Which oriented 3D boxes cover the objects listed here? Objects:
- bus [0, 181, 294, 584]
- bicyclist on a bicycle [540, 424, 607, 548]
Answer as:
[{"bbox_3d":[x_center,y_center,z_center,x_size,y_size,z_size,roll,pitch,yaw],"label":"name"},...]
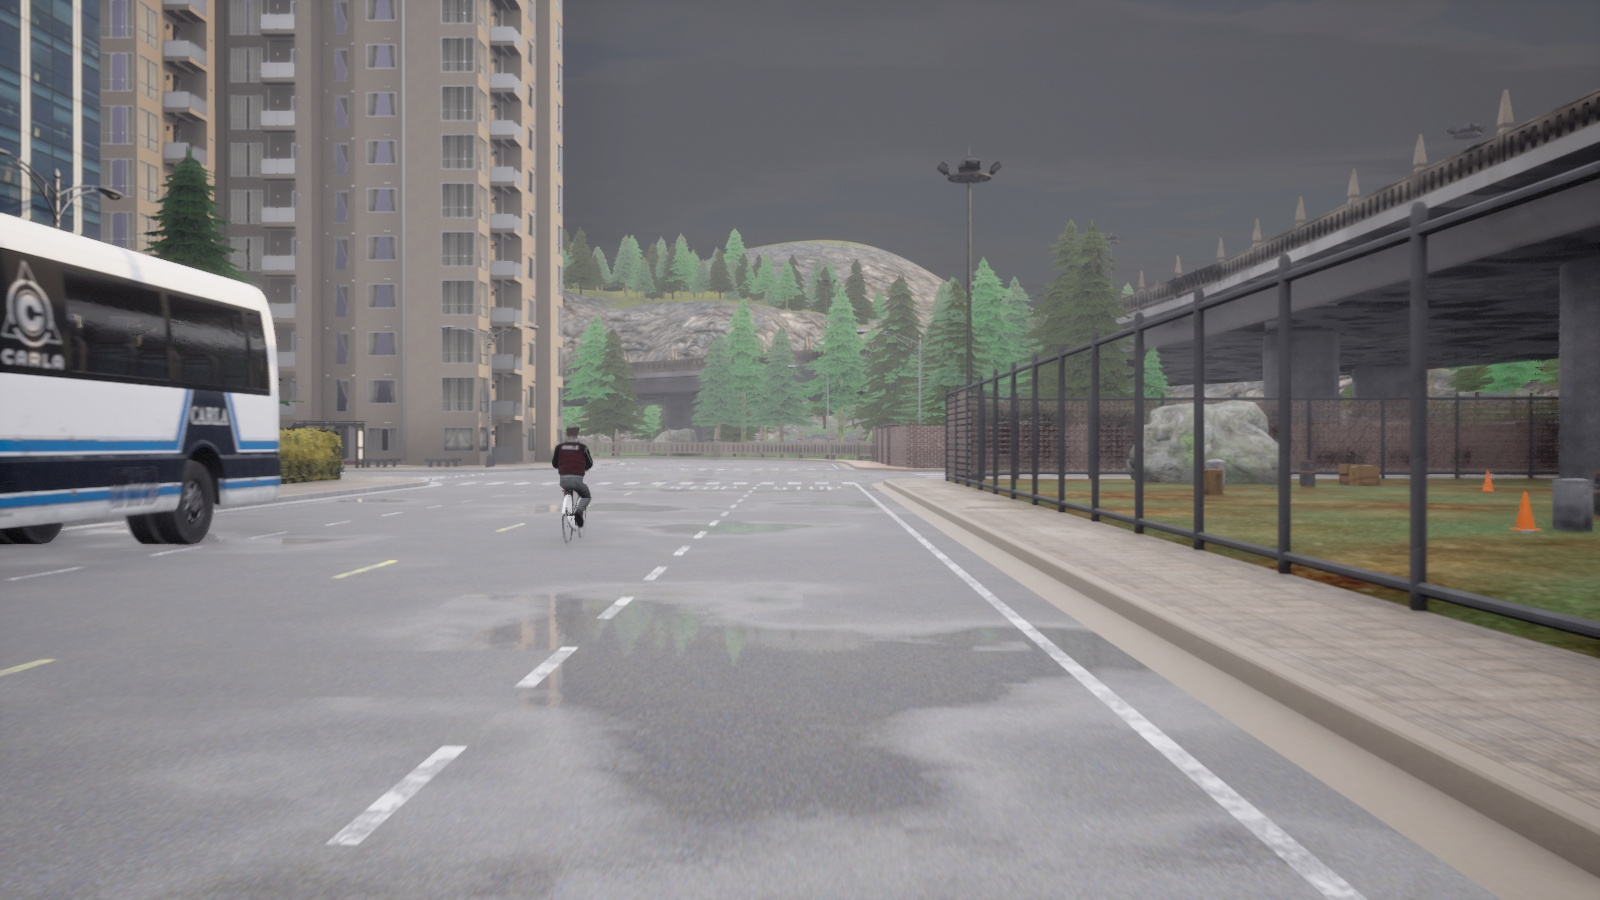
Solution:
[{"bbox_3d":[-10.395,-0.727,15.712,3.944,4.253,10.273,0,0,0],"label":"bus"},{"bbox_3d":[-3.378,0.508,18.877,0.659,1.776,1.843,0,1,0],"label":"bicyclist on a bicycle"}]
